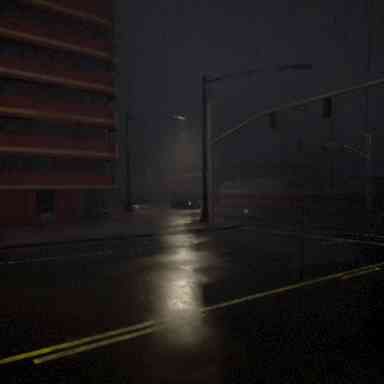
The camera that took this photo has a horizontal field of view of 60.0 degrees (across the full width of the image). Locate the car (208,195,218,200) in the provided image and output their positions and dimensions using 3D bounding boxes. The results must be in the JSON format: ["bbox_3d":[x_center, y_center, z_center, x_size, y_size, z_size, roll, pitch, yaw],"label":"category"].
[{"bbox_3d":[4.388,1.111,75.958,3.806,1.475,1.970,-1,0,-35],"label":"car"}]

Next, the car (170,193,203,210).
[{"bbox_3d":[-0.790,1.296,41.816,2.097,1.767,4.553,-1,1,-37],"label":"car"}]

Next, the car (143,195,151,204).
[{"bbox_3d":[-9.094,1.258,58.999,2.097,1.767,4.553,-1,0,-37],"label":"car"}]

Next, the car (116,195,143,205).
[{"bbox_3d":[-10.784,1.496,55.281,2.033,1.411,5.357,-1,1,-36],"label":"car"}]

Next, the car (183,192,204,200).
[{"bbox_3d":[0.414,0.959,80.176,4.611,1.667,2.242,-1,0,-35],"label":"car"}]

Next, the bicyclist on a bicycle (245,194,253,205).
[{"bbox_3d":[8.273,1.115,48.028,1.656,1.620,0.582,-1,1,-37],"label":"bicyclist on a bicycle"}]
